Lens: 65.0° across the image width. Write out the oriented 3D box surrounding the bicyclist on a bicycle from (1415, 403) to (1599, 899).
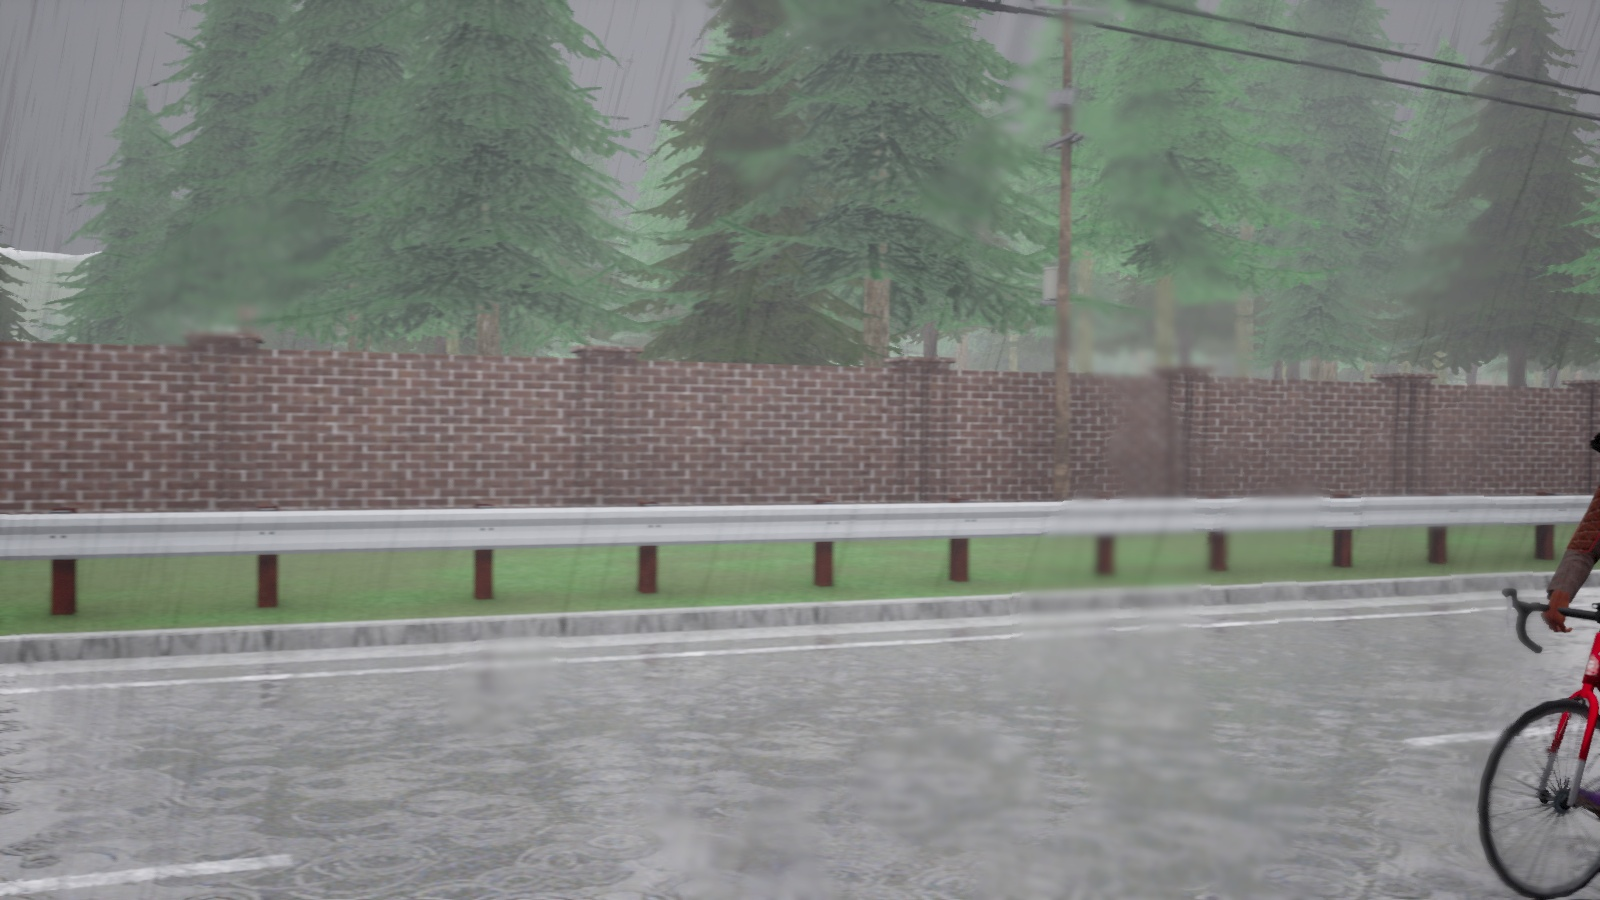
[{"bbox_3d":[3.019,0.647,4.384,1.656,1.620,0.582,-1,1,-21],"label":"bicyclist on a bicycle"}]
